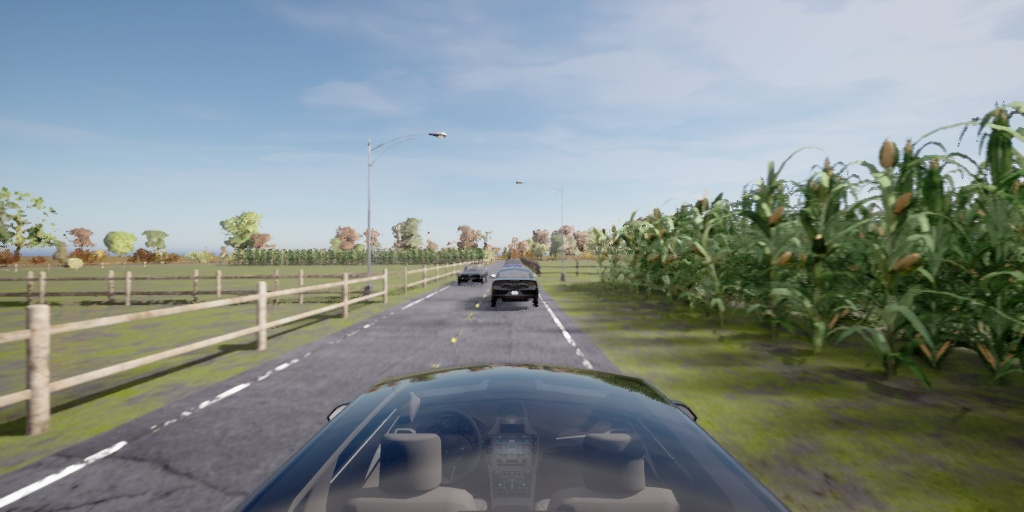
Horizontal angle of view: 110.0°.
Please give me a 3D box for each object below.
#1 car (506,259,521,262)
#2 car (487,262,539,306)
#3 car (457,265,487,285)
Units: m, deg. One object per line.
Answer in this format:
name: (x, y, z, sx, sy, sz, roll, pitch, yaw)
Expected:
car: (0.108, 1.081, 34.090, 2.097, 1.767, 4.553, 0, 0, 0)
car: (0.106, 1.218, 15.776, 1.882, 1.535, 5.008, 0, 0, 0)
car: (-2.746, 1.335, 25.645, 1.895, 1.301, 4.718, 0, 0, 0)
